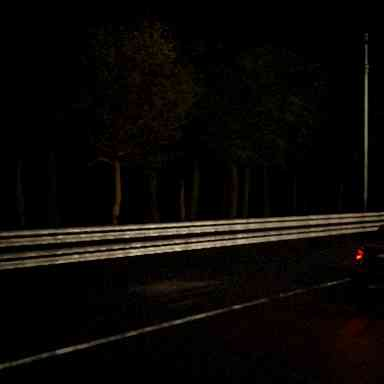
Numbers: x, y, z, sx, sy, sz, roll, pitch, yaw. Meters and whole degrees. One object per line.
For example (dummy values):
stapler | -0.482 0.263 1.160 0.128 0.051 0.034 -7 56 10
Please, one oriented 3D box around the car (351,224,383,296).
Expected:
car | 5.720 1.442 7.635 4.553 1.767 2.097 1 0 -34
